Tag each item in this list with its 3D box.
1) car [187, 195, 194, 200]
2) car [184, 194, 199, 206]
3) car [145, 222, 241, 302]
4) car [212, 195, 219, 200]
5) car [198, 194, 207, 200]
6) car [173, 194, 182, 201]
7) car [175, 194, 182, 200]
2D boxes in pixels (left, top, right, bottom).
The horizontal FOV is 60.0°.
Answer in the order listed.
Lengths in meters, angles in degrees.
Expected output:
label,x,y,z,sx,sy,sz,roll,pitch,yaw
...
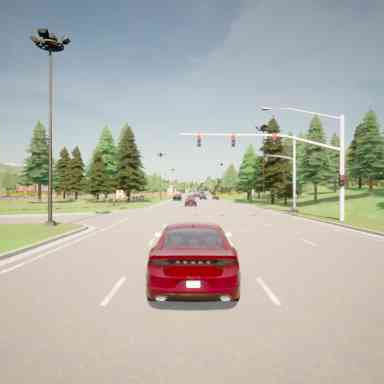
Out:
label,x,y,z,sx,sy,sz,roll,pitch,yaw
car,-0.345,1.420,94.007,1.895,1.301,4.718,0,0,0
car,-0.193,1.521,52.944,1.812,1.442,4.674,0,0,0
car,0.033,1.477,8.342,1.882,1.535,5.008,0,0,0
car,6.653,1.517,94.416,2.128,1.511,4.902,0,0,0
car,3.153,1.516,94.403,1.812,1.442,4.674,0,0,0
car,-3.807,1.462,83.544,1.882,1.535,5.008,0,0,0
car,-3.845,1.302,93.964,1.882,1.535,5.008,0,0,0
